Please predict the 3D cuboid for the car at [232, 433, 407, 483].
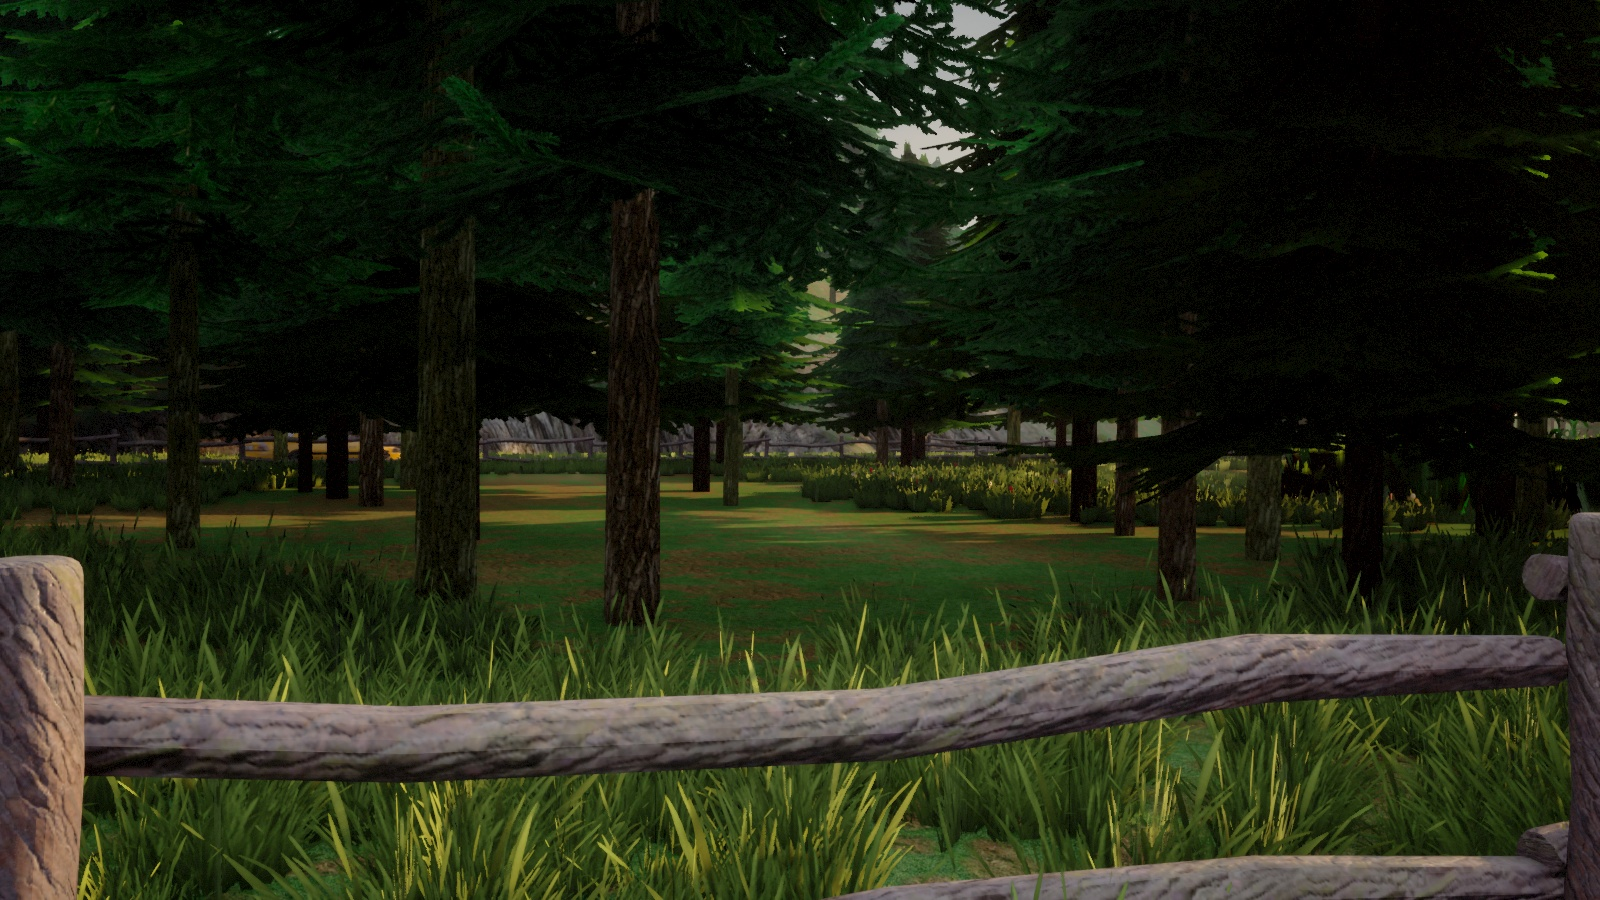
[{"bbox_3d":[-16.543,0.235,43.496,5.366,1.575,1.801,-2,1,-45],"label":"car"}]
